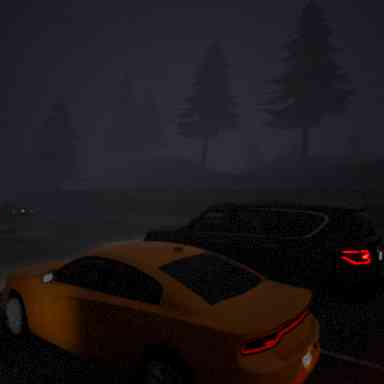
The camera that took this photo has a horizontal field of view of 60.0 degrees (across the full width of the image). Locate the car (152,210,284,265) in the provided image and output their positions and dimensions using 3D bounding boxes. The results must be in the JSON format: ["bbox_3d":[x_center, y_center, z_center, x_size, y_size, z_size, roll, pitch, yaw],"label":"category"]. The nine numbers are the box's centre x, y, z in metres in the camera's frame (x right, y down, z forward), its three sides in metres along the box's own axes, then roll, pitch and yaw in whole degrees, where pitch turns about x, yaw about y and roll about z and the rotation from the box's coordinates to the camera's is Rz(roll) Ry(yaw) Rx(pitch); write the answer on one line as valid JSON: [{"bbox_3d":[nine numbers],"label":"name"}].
[{"bbox_3d":[0.814,1.516,12.380,4.674,1.442,1.812,0,0,39],"label":"car"}]

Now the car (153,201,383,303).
[{"bbox_3d":[1.239,1.219,7.569,5.566,2.045,2.150,0,0,37],"label":"car"}]

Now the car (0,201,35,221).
[{"bbox_3d":[-14.229,1.455,26.549,2.033,1.411,5.357,0,0,-42],"label":"car"}]

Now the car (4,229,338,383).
[{"bbox_3d":[-0.832,1.469,4.779,5.008,1.535,1.882,0,0,37],"label":"car"}]
